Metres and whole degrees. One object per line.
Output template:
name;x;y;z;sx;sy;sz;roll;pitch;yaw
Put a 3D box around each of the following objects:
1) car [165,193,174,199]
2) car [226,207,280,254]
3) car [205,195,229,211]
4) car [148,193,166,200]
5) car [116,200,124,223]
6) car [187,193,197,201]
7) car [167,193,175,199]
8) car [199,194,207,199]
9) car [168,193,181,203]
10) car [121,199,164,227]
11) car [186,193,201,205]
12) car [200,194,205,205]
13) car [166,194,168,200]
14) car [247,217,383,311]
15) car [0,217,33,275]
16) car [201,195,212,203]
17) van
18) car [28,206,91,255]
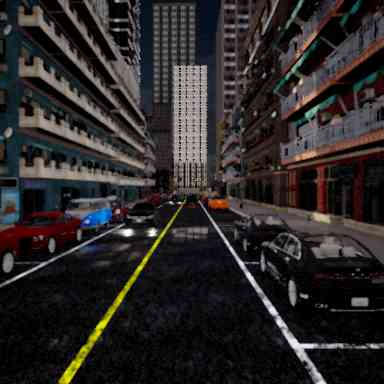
car;-5.702;1.041;84.835;1.967;1.590;4.097;-1;0;0
car;2.682;1.485;13.018;2.008;1.369;4.403;-1;0;0
car;2.999;1.164;38.408;2.097;1.767;4.553;0;0;0
car;-5.702;1.066;51.694;2.192;1.841;5.009;-1;0;0
car;-5.700;1.320;24.078;1.967;1.590;4.097;-1;0;0
car;-0.003;0.978;69.326;1.882;1.535;5.008;0;0;0
car;-5.701;1.122;90.360;1.887;1.381;4.507;-1;0;0
car;2.680;1.146;84.822;1.887;1.381;4.507;-1;0;0
car;-3.032;1.202;62.953;1.837;1.490;4.892;0;0;1
car;-3.101;1.417;21.783;1.812;1.442;4.674;0;0;0
car;-0.002;1.253;52.378;1.837;1.490;4.892;0;0;0
car;2.681;1.296;51.682;1.887;1.381;4.507;-1;0;0
car;-5.700;1.232;73.789;1.802;1.307;4.206;-1;0;0
car;2.682;1.513;7.495;2.008;1.369;4.403;-1;0;0
car;-5.698;1.506;7.508;1.887;1.381;4.507;0;0;0
car;2.681;1.225;62.898;1.752;1.417;4.829;-1;0;0
van;-5.701;1.248;18.554;1.690;1.788;3.998;0;0;0
car;-5.699;1.479;13.032;1.887;1.381;4.507;0;0;0
